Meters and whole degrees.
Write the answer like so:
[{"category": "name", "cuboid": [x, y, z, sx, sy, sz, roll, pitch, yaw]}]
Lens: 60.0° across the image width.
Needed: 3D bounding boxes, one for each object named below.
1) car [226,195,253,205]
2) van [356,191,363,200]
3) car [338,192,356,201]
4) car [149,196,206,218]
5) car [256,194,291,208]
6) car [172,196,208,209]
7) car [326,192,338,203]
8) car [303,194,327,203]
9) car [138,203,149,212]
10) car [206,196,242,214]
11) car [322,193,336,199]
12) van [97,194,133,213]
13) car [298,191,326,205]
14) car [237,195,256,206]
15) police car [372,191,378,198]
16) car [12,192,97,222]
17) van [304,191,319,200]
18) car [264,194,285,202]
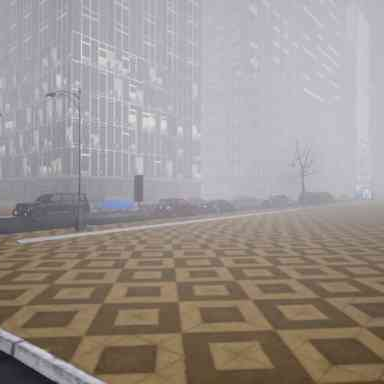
[{"category": "car", "cuboid": [7.211, 1.148, 49.941, 1.947, 1.339, 4.313, 1, 1, 41]}, {"category": "van", "cuboid": [35.752, 0.683, 70.420, 1.690, 1.788, 3.998, 1, 1, 41]}, {"category": "car", "cuboid": [28.468, 0.957, 61.904, 1.752, 1.417, 4.829, 1, 1, 41]}, {"category": "car", "cuboid": [-1.124, 1.240, 27.106, 1.967, 1.590, 4.097, 1, 1, 41]}, {"category": "car", "cuboid": [9.872, 1.244, 40.157, 1.802, 1.307, 4.206, 1, 1, 41]}, {"category": "car", "cuboid": [-0.188, 1.218, 41.300, 1.887, 1.381, 4.507, 1, 1, 41]}, {"category": "car", "cuboid": [20.964, 0.839, 53.124, 2.192, 1.841, 5.009, 1, 1, 41]}, {"category": "car", "cuboid": [21.313, 1.032, 57.532, 2.033, 1.411, 5.357, 0, 1, 41]}, {"category": "car", "cuboid": [-3.149, 1.347, 33.843, 1.895, 1.301, 4.718, 0, 1, 41]}, {"category": "car", "cuboid": [2.530, 1.320, 31.467, 1.947, 1.339, 4.313, 1, 1, 41]}, {"category": "car", "cuboid": [33.091, 0.828, 80.209, 1.947, 1.339, 4.313, 1, 1, 41]}, {"category": "van", "cuboid": [-7.665, 1.107, 32.723, 1.690, 1.788, 3.998, 1, 1, 41]}, {"category": "car", "cuboid": [17.267, 0.885, 48.800, 2.192, 1.841, 5.009, 1, 1, 41]}, {"category": "car", "cuboid": [7.181, 1.219, 45.867, 1.895, 1.301, 4.718, 0, 1, 41]}, {"category": "police car", "cuboid": [43.132, 0.672, 79.562, 1.930, 1.638, 5.238, 0, 1, 41]}, {"category": "car", "cuboid": [-10.477, 1.059, 25.273, 2.150, 2.045, 5.566, 0, 1, 41]}, {"category": "van", "cuboid": [25.698, 0.694, 71.557, 1.690, 1.788, 3.998, 1, 1, 41]}, {"category": "car", "cuboid": [14.606, 1.056, 58.589, 1.947, 1.339, 4.313, 1, 1, 41]}]
